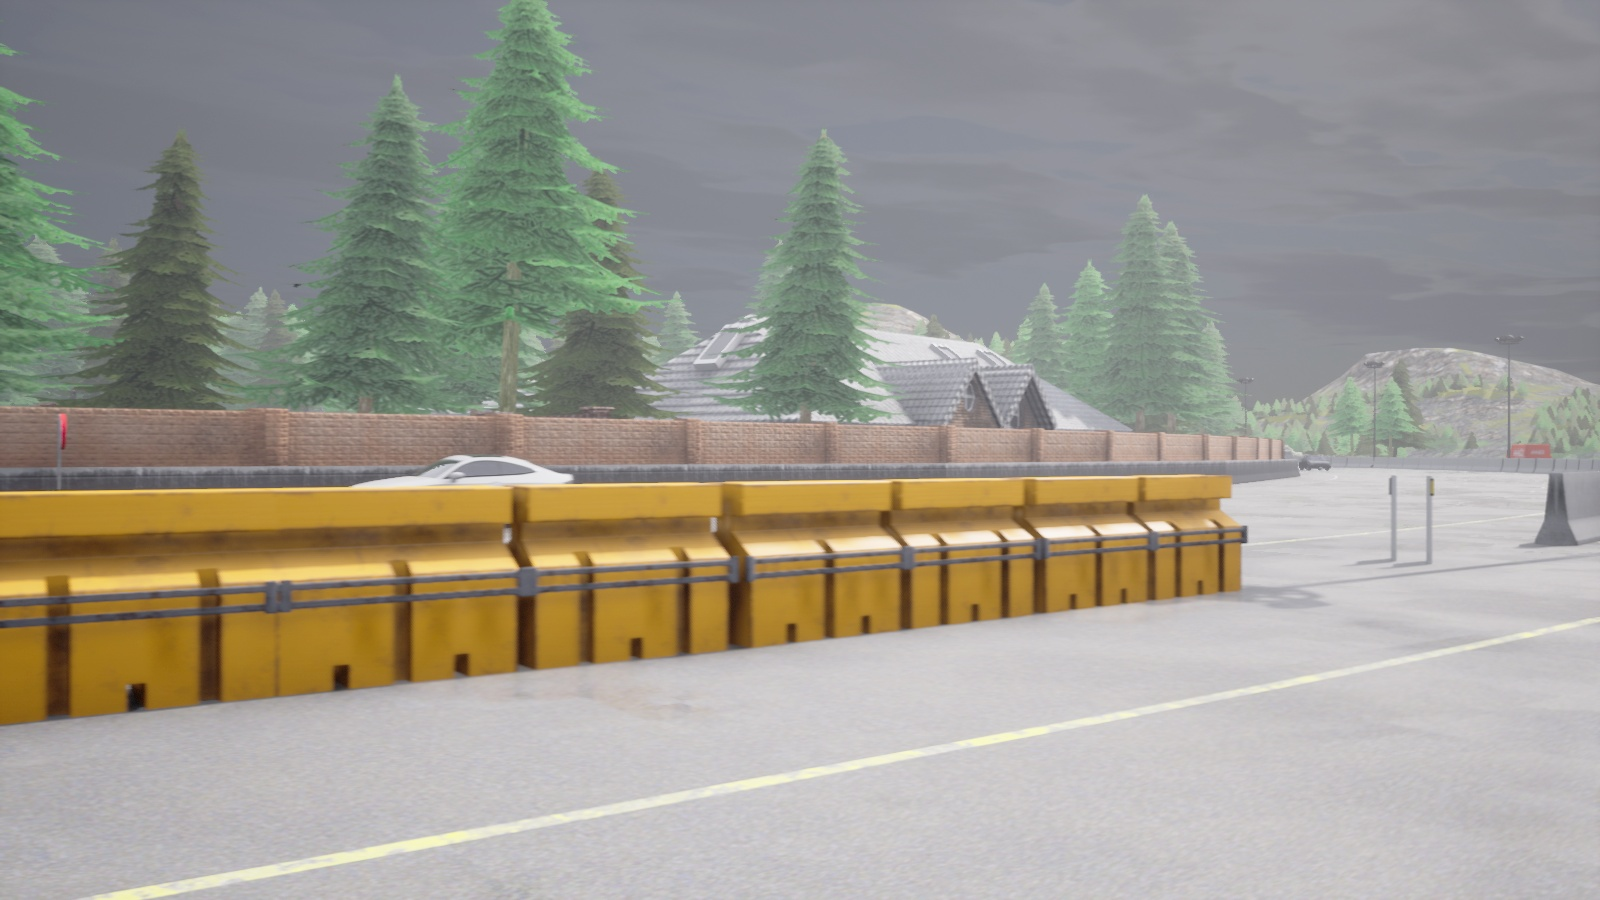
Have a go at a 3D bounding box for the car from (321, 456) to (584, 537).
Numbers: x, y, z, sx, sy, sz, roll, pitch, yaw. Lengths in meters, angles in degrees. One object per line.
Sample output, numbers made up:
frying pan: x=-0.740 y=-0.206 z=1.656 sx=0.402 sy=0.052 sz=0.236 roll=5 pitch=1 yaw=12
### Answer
car: x=-6.795 y=0.851 z=24.826 sx=4.674 sy=1.442 sz=1.812 roll=0 pitch=0 yaw=-39
